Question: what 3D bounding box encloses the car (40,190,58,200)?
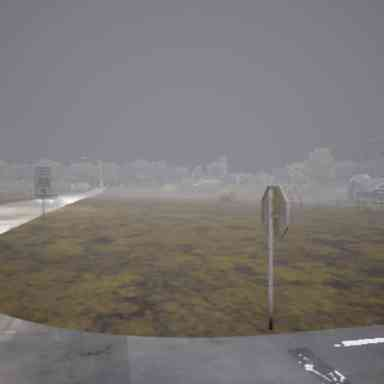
[{"bbox_3d":[-20.810,0.391,48.598,1.994,1.385,4.181,0,1,-13],"label":"car"}]
